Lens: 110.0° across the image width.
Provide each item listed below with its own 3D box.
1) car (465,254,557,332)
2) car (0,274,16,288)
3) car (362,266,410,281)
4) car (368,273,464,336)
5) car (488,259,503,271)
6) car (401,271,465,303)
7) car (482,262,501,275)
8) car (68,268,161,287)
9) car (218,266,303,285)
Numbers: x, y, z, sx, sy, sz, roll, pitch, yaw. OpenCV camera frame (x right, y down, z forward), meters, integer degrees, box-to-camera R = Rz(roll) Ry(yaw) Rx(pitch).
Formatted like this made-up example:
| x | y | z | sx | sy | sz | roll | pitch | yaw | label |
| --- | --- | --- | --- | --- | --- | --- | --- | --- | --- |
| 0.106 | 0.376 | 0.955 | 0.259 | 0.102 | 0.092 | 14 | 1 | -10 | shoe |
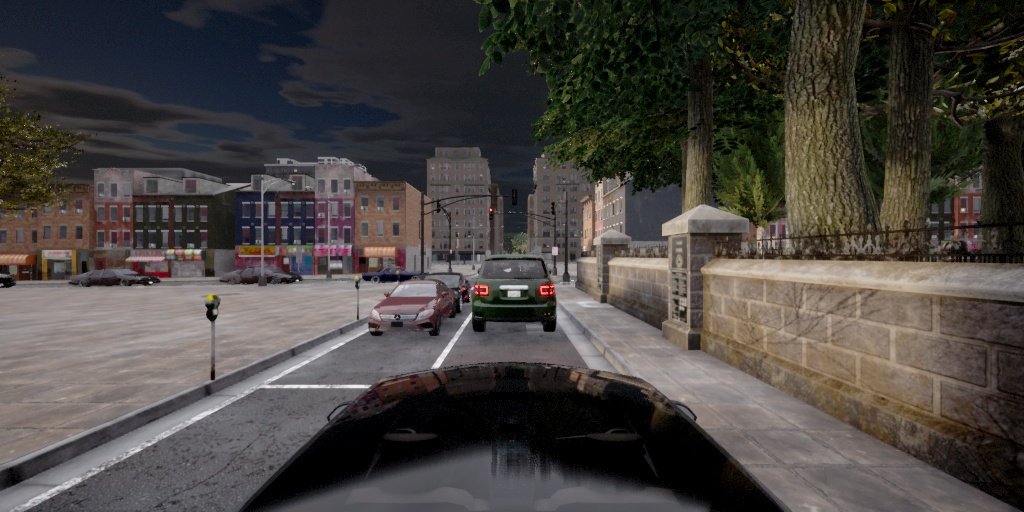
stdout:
| x | y | z | sx | sy | sz | roll | pitch | yaw | label |
| --- | --- | --- | --- | --- | --- | --- | --- | --- | --- |
| 0.076 | 0.971 | 10.997 | 2.150 | 2.045 | 5.566 | 0 | 0 | 1 | car |
| -40.415 | 1.637 | 26.820 | 4.553 | 1.767 | 2.097 | -1 | 0 | 0 | car |
| -8.557 | 1.426 | 26.899 | 4.718 | 1.301 | 1.895 | -1 | 0 | 0 | car |
| -2.638 | 1.331 | 10.318 | 1.802 | 1.307 | 4.207 | 0 | 0 | 0 | car |
| -2.294 | 1.216 | 51.180 | 1.882 | 1.535 | 5.008 | 0 | 0 | 0 | car |
| -2.638 | 1.315 | 13.981 | 1.948 | 1.339 | 4.313 | 0 | 0 | 0 | car |
| -2.280 | 1.342 | 40.767 | 1.895 | 1.301 | 4.718 | 0 | 0 | 0 | car |
| -29.685 | 1.643 | 26.829 | 5.357 | 1.411 | 2.033 | -1 | 0 | 0 | car |
| -18.742 | 1.487 | 26.864 | 5.357 | 1.411 | 2.033 | -1 | 0 | 0 | car |
